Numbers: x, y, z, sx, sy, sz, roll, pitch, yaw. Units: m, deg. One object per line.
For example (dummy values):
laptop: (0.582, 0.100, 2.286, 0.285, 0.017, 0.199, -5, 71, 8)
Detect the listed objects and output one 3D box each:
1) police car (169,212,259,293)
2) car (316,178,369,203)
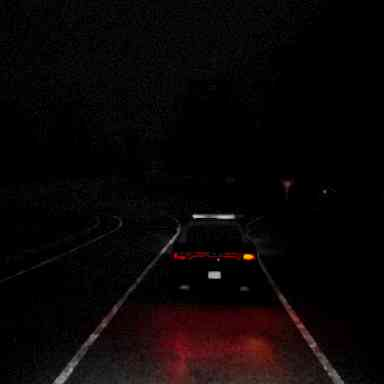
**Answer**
police car: (0.568, 1.350, 8.886, 1.930, 1.638, 5.238, 0, 0, 3)
car: (13.404, -0.162, 29.540, 5.566, 2.045, 2.150, -5, 8, -34)
